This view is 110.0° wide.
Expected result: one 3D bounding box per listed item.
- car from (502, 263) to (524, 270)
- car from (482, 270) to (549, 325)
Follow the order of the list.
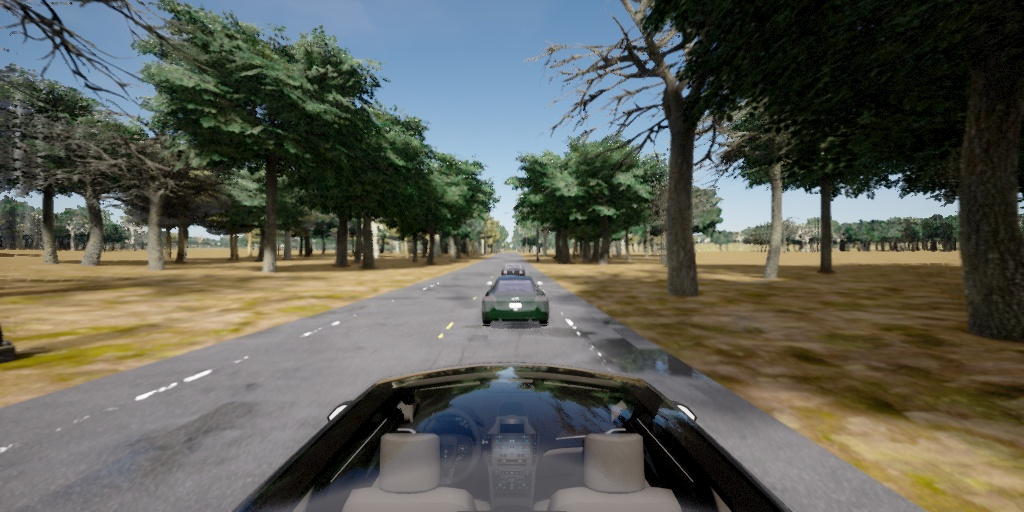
[{"bbox_3d":[0.087,1.267,29.739,1.895,1.301,4.718,0,1,0],"label":"car"},{"bbox_3d":[0.096,1.322,11.831,1.994,1.385,4.181,0,0,0],"label":"car"}]
